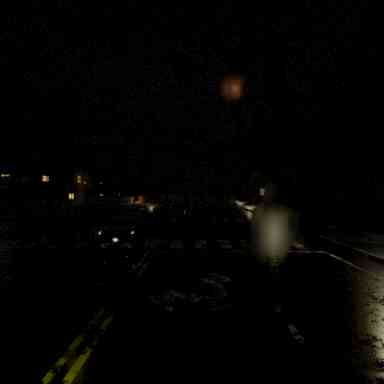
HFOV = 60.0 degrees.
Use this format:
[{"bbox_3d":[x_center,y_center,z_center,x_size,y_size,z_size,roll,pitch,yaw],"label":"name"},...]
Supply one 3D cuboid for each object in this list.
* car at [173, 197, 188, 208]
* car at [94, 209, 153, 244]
[{"bbox_3d":[-1.742,1.567,50.131,1.882,1.535,5.008,0,0,3],"label":"car"},{"bbox_3d":[-3.064,1.562,16.134,2.033,1.411,5.357,0,0,1],"label":"car"}]
